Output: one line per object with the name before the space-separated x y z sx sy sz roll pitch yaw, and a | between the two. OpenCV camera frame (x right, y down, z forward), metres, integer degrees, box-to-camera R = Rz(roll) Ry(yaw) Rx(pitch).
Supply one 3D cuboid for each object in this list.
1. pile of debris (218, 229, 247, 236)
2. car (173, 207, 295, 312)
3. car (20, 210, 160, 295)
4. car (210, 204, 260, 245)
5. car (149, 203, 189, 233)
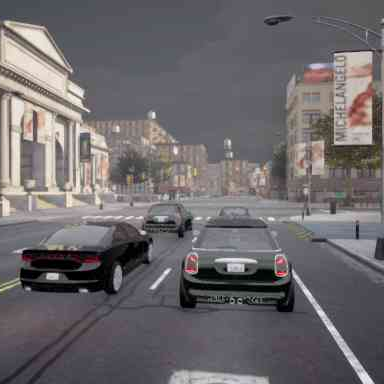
pile of debris | 2.221 2.175 18.040 1.500 0.140 1.860 0 0 8
car | 1.023 1.352 7.956 2.097 1.767 4.553 0 0 7
car | -2.395 1.478 8.877 1.882 1.535 5.008 0 0 7
car | 2.163 1.489 16.803 2.128 1.511 4.902 0 0 8
car | -1.196 1.352 18.009 2.097 1.767 4.553 0 0 8
